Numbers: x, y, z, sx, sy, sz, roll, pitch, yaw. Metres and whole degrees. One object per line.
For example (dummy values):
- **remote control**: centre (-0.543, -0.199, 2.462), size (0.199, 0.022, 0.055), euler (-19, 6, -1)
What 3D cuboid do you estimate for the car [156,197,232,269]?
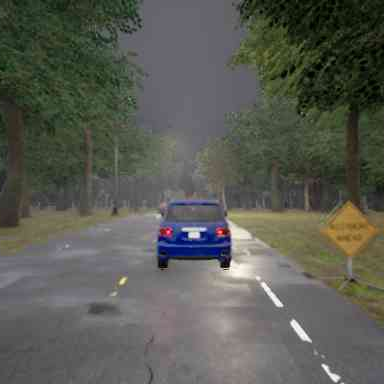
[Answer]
- **car**: centre (0.074, 1.249, 11.415), size (2.150, 2.045, 5.566), euler (0, 0, 0)

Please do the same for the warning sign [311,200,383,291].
- **warning sign**: centre (3.532, 1.133, 7.466), size (1.300, 1.860, 1.060), euler (-1, -1, 0)

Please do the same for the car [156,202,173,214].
- **car**: centre (-3.591, 2.141, 44.805), size (1.882, 1.535, 5.008), euler (0, -2, 0)

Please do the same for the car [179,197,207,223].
- **car**: centre (0.082, 1.451, 28.571), size (2.150, 2.045, 5.566), euler (0, -1, 0)
